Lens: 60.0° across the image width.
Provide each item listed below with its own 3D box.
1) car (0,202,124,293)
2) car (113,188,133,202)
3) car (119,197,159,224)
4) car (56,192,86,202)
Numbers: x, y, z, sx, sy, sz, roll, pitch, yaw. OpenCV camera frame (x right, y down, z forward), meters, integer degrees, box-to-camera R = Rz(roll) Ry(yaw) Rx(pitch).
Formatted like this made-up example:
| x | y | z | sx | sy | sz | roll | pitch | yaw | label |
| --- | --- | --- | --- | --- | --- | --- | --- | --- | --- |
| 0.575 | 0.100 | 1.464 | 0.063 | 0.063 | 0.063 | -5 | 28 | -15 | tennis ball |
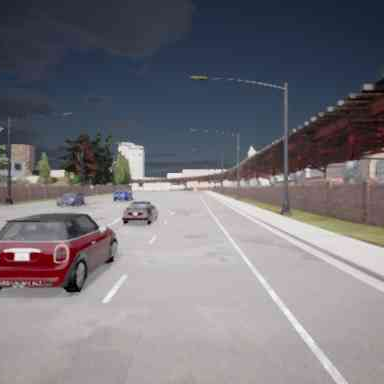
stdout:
| x | y | z | sx | sy | sz | roll | pitch | yaw | label |
| --- | --- | --- | --- | --- | --- | --- | --- | --- | --- |
| -3.450 | 1.315 | 8.913 | 2.097 | 1.767 | 4.553 | 0 | 1 | 1 | car |
| -10.565 | 0.405 | 51.326 | 2.150 | 2.045 | 5.566 | 0 | 1 | 0 | car |
| -3.461 | 1.333 | 22.891 | 2.033 | 1.411 | 5.357 | 0 | 1 | 1 | car |
| -14.097 | 0.802 | 38.917 | 2.097 | 1.767 | 4.553 | 0 | 1 | 0 | car |
